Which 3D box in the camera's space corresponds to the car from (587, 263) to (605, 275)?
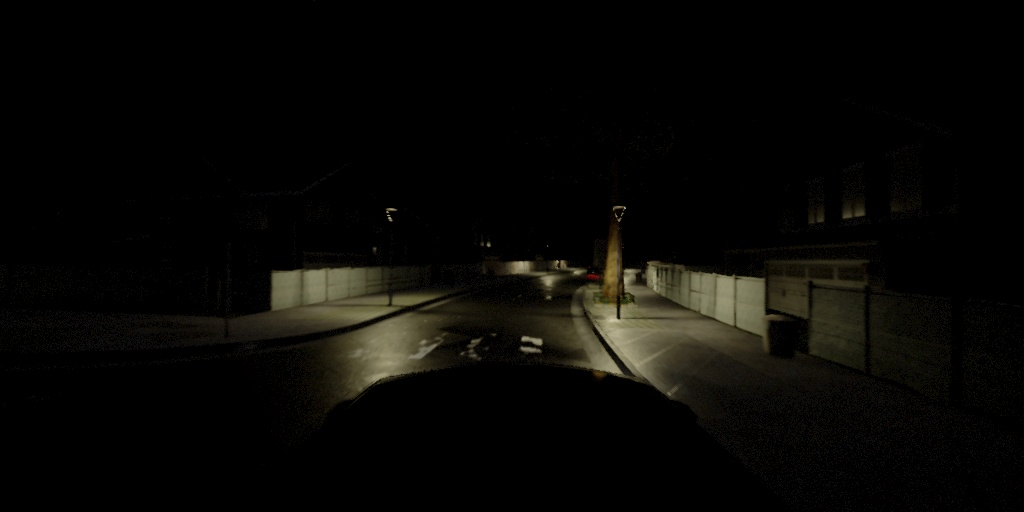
[{"bbox_3d":[10.709,1.582,45.701,1.837,1.490,4.892,0,0,21],"label":"car"}]
